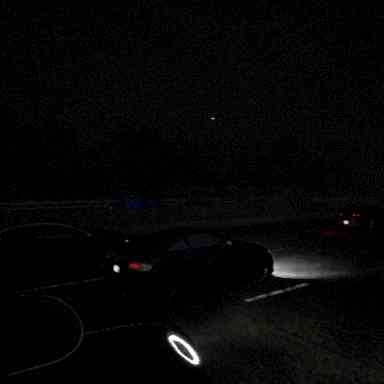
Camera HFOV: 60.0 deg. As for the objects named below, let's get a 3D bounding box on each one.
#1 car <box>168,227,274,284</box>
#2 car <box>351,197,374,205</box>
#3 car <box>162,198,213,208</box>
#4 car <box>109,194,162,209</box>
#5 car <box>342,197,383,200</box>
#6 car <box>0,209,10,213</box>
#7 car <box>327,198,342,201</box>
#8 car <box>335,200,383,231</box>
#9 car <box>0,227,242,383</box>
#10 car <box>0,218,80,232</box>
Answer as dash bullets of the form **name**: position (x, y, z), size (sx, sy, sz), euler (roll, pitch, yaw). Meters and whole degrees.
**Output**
- **car**: position (0.052, 1.558, 8.106), size (4.181, 1.385, 1.994), euler (0, 0, -36)
- **car**: position (31.343, 1.679, 61.015), size (4.181, 1.385, 1.994), euler (1, -1, -36)
- **car**: position (-0.135, 1.435, 34.110), size (5.008, 1.535, 1.882), euler (0, 0, -36)
- **car**: position (-5.697, 1.206, 34.414), size (5.566, 2.045, 2.150), euler (0, 0, -36)
- **car**: position (20.893, 1.416, 40.635), size (5.008, 1.535, 1.882), euler (0, 0, -36)
- **car**: position (-13.629, 1.531, 20.060), size (4.902, 1.511, 2.128), euler (0, 0, -36)
- **car**: position (18.863, 1.470, 43.485), size (4.674, 1.442, 1.812), euler (0, 0, -36)
- **car**: position (10.565, 1.431, 20.006), size (4.892, 1.490, 1.837), euler (0, 0, -36)
- **car**: position (-2.048, 1.359, 2.397), size (4.553, 1.767, 2.097), euler (0, 0, -36)
- **car**: position (-4.088, 1.502, 9.435), size (4.902, 1.511, 2.128), euler (0, 0, -36)
